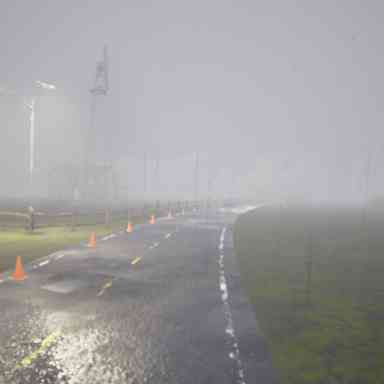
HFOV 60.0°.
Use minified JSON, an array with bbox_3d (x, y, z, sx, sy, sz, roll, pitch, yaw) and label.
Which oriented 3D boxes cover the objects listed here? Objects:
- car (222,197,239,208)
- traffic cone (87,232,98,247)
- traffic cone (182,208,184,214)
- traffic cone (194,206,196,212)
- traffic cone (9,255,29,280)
[{"bbox_3d":[5.616,1.566,48.463,1.837,1.490,4.892,0,0,18],"label":"car"},{"bbox_3d":[-4.060,1.918,13.621,0.340,0.580,0.340,0,0,5],"label":"traffic cone"},{"bbox_3d":[-0.884,1.946,33.676,0.340,0.580,0.340,0,0,13],"label":"traffic cone"},{"bbox_3d":[0.307,1.964,38.613,0.340,0.580,0.340,0,0,14],"label":"traffic cone"},{"bbox_3d":[-4.452,1.924,8.558,0.340,0.580,0.340,0,0,4],"label":"traffic cone"}]
